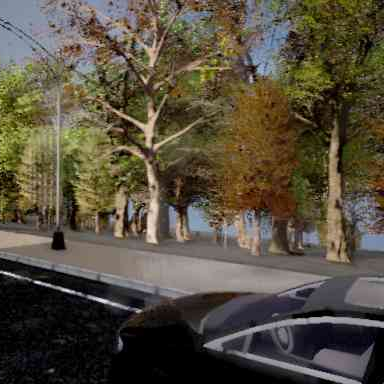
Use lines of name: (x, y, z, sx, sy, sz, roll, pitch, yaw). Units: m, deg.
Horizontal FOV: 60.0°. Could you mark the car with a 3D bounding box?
car: (1.398, 1.492, 2.688, 4.902, 1.511, 2.128, 0, 0, 35)
